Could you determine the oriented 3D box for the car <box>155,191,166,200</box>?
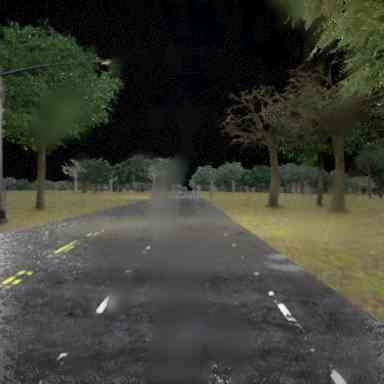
[{"bbox_3d":[-6.994,0.751,74.437,2.150,2.045,5.566,0,1,0],"label":"car"}]
